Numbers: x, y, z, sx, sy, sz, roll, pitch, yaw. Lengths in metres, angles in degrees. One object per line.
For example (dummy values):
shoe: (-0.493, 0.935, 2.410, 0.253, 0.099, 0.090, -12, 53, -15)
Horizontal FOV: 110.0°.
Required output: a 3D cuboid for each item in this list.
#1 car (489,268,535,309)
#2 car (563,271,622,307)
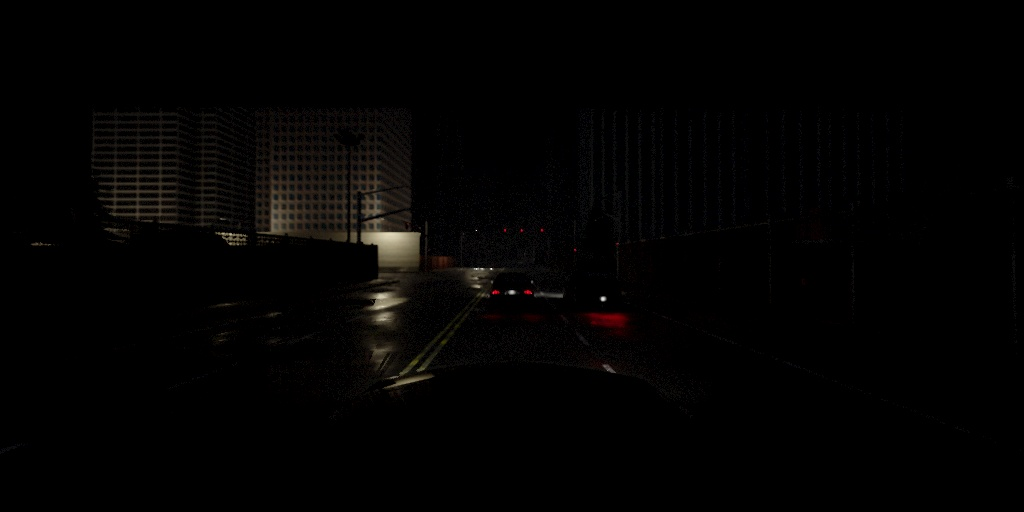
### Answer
car: (-0.003, 1.430, 15.840, 2.033, 1.411, 5.357, 0, -1, 0)
car: (3.500, 1.393, 16.168, 1.837, 1.490, 4.892, 0, 0, 0)
